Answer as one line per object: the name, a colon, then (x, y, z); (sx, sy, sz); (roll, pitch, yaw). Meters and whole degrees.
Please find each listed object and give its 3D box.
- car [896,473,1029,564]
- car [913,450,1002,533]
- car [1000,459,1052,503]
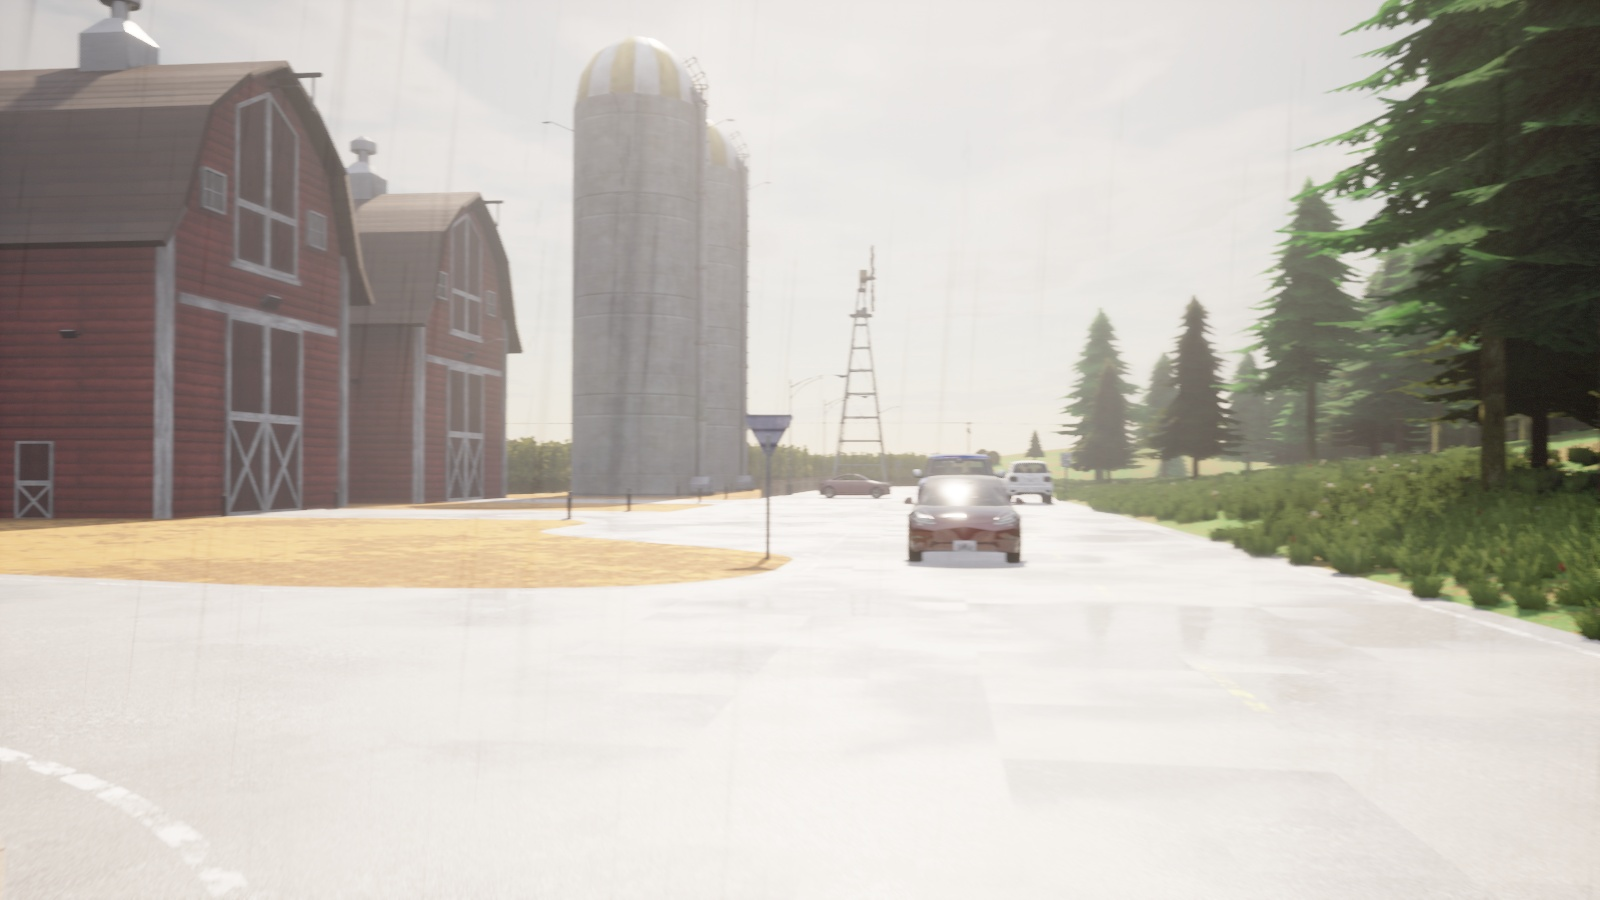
car: (2.960, 1.178, 23.132); (2.163, 1.488, 4.792); (0, -1, 7)
car: (4.207, 1.066, 33.783); (2.150, 2.045, 5.566); (0, -1, 7)
car: (10.949, 1.480, 61.233); (2.150, 2.045, 5.566); (0, -1, 7)
